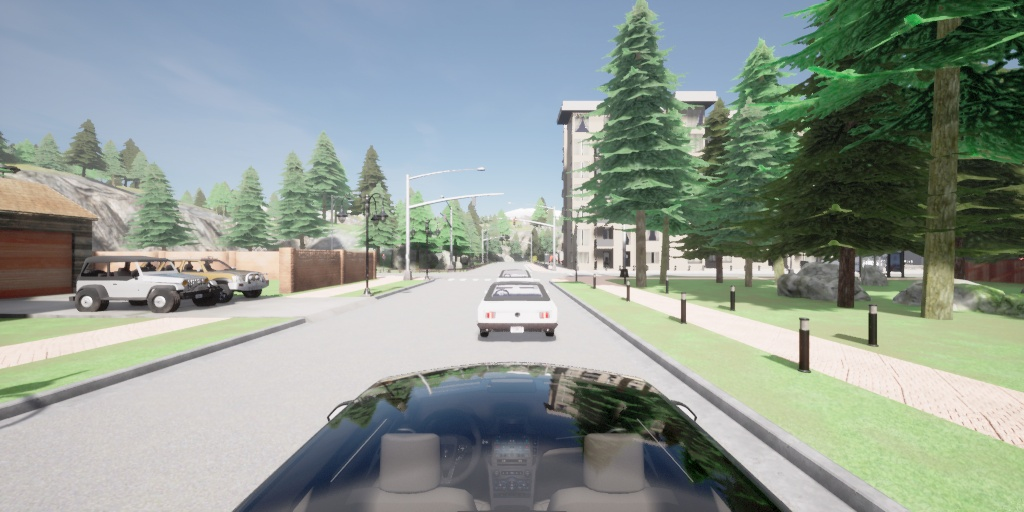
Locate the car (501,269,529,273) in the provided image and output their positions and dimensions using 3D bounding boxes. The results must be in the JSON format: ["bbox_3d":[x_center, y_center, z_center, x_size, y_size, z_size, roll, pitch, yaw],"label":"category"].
[{"bbox_3d":[0.162,1.351,19.404,1.895,1.301,4.718,0,0,0],"label":"car"}]

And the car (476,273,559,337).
[{"bbox_3d":[0.132,1.351,10.236,1.895,1.301,4.718,0,0,0],"label":"car"}]
